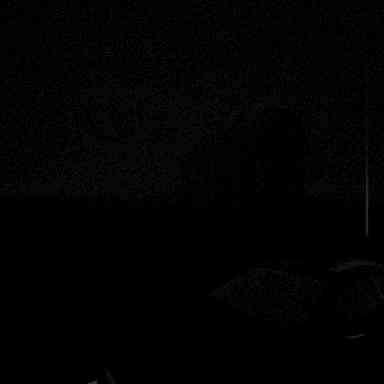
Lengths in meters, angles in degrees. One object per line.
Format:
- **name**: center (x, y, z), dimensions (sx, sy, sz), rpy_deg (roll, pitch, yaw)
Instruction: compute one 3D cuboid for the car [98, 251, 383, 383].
- **car**: center (1.288, 1.521, 3.938), dimensions (4.674, 1.442, 1.812), rpy_deg (0, 0, -35)
